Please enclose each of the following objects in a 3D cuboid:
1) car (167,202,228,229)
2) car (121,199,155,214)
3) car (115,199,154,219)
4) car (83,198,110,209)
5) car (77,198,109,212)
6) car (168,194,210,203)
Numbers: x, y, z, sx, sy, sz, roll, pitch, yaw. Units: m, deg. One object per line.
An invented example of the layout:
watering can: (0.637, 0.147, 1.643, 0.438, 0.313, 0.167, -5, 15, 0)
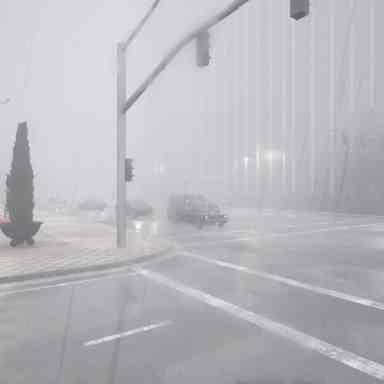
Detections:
car: (0.271, 1.601, 21.959, 1.895, 1.301, 4.718, 0, 0, -34)
car: (-5.988, 1.526, 36.707, 1.812, 1.442, 4.674, 0, 0, -36)
car: (-5.183, 1.478, 29.600, 1.882, 1.535, 5.008, 0, 0, -36)
car: (-13.681, 1.547, 47.394, 2.033, 1.411, 5.357, 0, 0, -35)
car: (-11.736, 1.600, 38.683, 1.895, 1.301, 4.718, 0, 0, -36)
car: (0.025, 1.221, 28.372, 2.150, 2.045, 5.566, 0, 0, -36)
